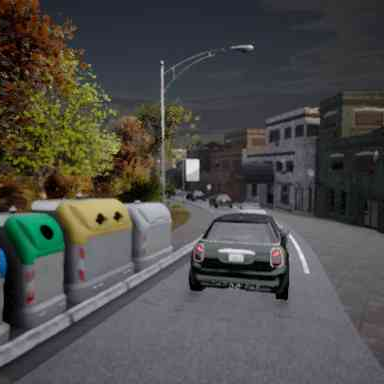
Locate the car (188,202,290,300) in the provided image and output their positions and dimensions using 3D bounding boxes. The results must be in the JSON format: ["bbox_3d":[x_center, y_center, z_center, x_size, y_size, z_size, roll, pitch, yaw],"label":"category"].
[{"bbox_3d":[1.427,1.323,8.695,2.097,1.767,4.553,1,1,15],"label":"car"}]

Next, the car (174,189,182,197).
[{"bbox_3d":[-3.047,0.088,62.911,2.033,1.411,5.357,-2,4,-20],"label":"car"}]

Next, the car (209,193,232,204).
[{"bbox_3d":[3.401,0.979,40.538,2.097,1.767,4.553,-1,2,-8],"label":"car"}]

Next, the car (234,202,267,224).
[{"bbox_3d":[4.192,1.458,24.503,1.895,1.301,4.718,0,0,4],"label":"car"}]

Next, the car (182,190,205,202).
[{"bbox_3d":[0.468,0.521,52.533,2.097,1.767,4.553,-2,3,-17],"label":"car"}]
